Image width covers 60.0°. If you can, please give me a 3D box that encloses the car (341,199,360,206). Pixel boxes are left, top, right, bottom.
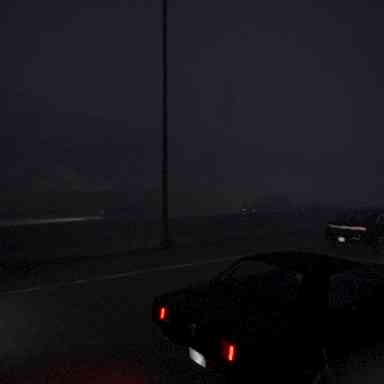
[{"bbox_3d":[19.941,1.523,43.796,4.718,1.301,1.895,0,0,-34],"label":"car"}]

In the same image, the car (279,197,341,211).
[{"bbox_3d":[10.139,1.445,28.398,4.902,1.511,2.128,0,0,-35],"label":"car"}]

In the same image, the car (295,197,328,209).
[{"bbox_3d":[16.454,1.451,45.656,4.674,1.442,1.812,0,0,-34],"label":"car"}]

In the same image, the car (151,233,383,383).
[{"bbox_3d":[1.876,1.593,5.082,4.718,1.301,1.895,0,0,-35],"label":"car"}]

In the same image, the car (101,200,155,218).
[{"bbox_3d":[-5.695,1.468,30.017,4.902,1.511,2.128,0,0,-35],"label":"car"}]

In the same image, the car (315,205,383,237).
[{"bbox_3d":[7.297,1.466,13.247,4.902,1.511,2.128,0,0,-36],"label":"car"}]

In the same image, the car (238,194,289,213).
[{"bbox_3d":[6.752,1.180,30.292,5.566,2.045,2.150,0,0,-35],"label":"car"}]
